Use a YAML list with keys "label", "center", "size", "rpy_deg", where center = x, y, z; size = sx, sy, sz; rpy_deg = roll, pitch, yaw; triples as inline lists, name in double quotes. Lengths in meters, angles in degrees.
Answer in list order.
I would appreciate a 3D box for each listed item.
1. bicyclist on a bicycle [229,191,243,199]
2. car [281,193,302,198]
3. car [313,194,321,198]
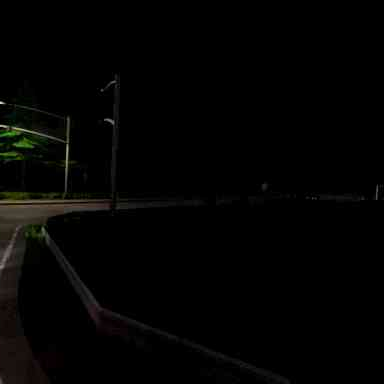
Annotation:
- label: "bicyclist on a bicycle"
  center: [4.409, 0.696, 31.868]
  size: [1.656, 1.620, 0.582]
  rpy_deg: [41, 22, 28]
- label: "car"
  center: [15.681, 0.709, 52.120]
  size: [2.128, 1.511, 4.902]
  rpy_deg: [5, 3, 37]
- label: "car"
  center: [21.933, 0.696, 60.352]
  size: [1.837, 1.490, 4.892]
  rpy_deg: [5, 3, 37]
